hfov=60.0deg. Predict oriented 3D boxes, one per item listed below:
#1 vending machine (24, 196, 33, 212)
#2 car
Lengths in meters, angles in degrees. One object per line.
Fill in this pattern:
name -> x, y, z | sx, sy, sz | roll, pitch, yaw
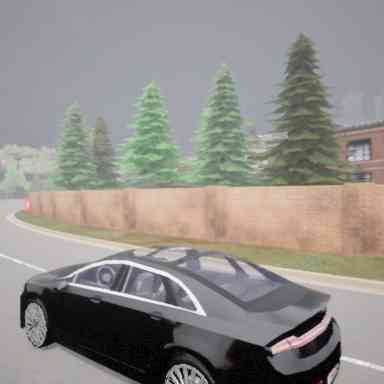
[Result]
vending machine -> -21.807, 1.623, 44.398 | 1.100, 2.100, 0.880 | 0, 0, -21
car -> -0.573, 1.527, 4.651 | 4.902, 1.511, 2.128 | -1, 0, 38
